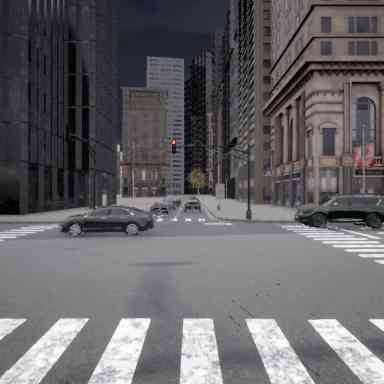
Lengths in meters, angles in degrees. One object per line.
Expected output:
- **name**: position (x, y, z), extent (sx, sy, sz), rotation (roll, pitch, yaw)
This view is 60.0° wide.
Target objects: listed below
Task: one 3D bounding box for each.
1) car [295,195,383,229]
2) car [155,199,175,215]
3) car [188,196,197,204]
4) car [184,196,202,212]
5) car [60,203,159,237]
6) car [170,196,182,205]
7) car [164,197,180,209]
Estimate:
- **car**: position (9.459, 1.225, 21.002), extent (5.566, 2.045, 2.150), rotation (0, 0, 3)
- **car**: position (-3.052, 1.644, 33.782), extent (1.895, 1.301, 4.718), rotation (0, 0, 0)
- **car**: position (0.098, 1.646, 68.914), extent (1.837, 1.490, 4.892), rotation (0, 0, 0)
- **car**: position (0.112, 1.563, 39.941), extent (1.837, 1.490, 4.892), rotation (0, 0, 0)
- **car**: position (-4.407, 1.509, 17.568), extent (4.892, 1.490, 1.837), rotation (0, 0, 0)
- **car**: position (-2.995, 1.598, 62.738), extent (1.882, 1.535, 5.008), rotation (0, 0, 0)
- **car**: position (-3.058, 1.556, 43.179), extent (2.128, 1.511, 4.902), rotation (0, 0, 0)
